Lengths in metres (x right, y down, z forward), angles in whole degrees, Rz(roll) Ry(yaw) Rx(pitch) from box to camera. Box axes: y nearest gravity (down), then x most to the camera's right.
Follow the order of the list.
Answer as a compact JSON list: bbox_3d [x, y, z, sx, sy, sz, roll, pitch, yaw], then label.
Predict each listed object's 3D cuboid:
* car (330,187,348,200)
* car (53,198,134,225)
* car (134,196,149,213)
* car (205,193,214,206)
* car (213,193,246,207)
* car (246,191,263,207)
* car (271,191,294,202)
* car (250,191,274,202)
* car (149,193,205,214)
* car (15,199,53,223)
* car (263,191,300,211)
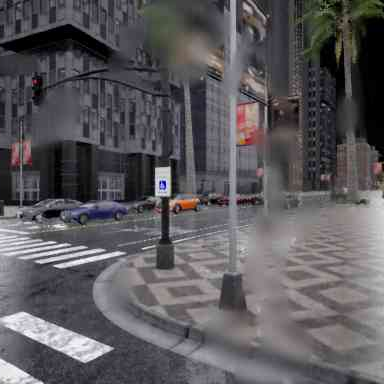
[{"bbox_3d":[23.628,0.231,52.801,2.150,2.045,5.566,0,1,36],"label":"car"},{"bbox_3d":[-6.381,1.238,21.996,1.812,1.442,4.674,0,1,36],"label":"car"},{"bbox_3d":[-4.242,1.086,30.659,1.812,1.442,4.674,0,1,35],"label":"car"},{"bbox_3d":[2.137,0.848,39.650,1.882,1.535,5.008,0,1,36],"label":"car"},{"bbox_3d":[4.740,0.978,37.707,1.895,1.301,4.718,0,1,35],"label":"car"},{"bbox_3d":[8.234,0.840,36.685,1.882,1.535,5.008,0,1,35],"label":"car"},{"bbox_3d":[13.703,0.688,50.200,1.837,1.490,4.892,0,1,35],"label":"car"},{"bbox_3d":[11.051,0.634,52.077,1.882,1.535,5.008,0,1,35],"label":"car"},{"bbox_3d":[-1.214,0.906,29.310,2.097,1.767,4.553,0,1,35],"label":"car"},{"bbox_3d":[-9.607,1.215,23.112,2.128,1.511,4.902,0,1,36],"label":"car"},{"bbox_3d":[8.939,0.930,32.057,1.837,1.490,4.892,0,1,35],"label":"car"}]
